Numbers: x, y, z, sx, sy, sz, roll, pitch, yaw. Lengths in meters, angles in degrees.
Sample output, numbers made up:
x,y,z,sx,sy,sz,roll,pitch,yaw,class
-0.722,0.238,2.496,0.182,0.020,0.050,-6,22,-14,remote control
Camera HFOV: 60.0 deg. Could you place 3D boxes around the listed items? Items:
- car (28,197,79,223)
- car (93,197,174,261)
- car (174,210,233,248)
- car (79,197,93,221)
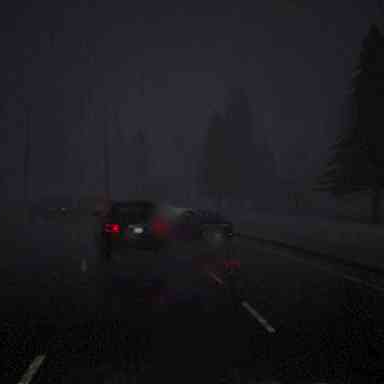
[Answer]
x,y,z,sx,sy,sz,roll,pitch,yaw,class
-12.061,1.452,28.338,2.150,2.045,5.566,1,-1,-44,car
-2.561,1.319,13.082,2.150,2.045,5.566,0,0,-19,car
0.174,1.594,15.531,2.128,1.511,4.902,0,0,-21,car
-8.916,1.452,30.055,2.150,2.045,5.566,1,-1,-43,car
